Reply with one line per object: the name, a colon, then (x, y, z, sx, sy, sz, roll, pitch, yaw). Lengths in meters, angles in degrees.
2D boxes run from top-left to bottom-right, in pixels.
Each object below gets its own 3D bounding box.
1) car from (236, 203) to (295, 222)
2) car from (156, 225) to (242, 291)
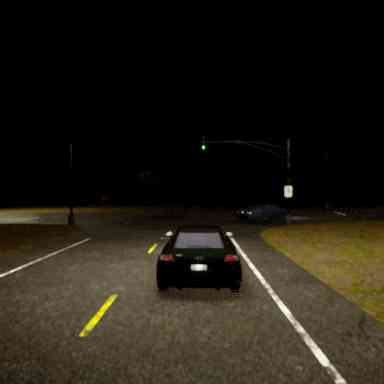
car: (6.068, 1.637, 27.311, 5.357, 1.411, 2.033, 0, 0, -33)
car: (0.194, 1.596, 9.156, 1.994, 1.385, 4.181, 0, 0, 1)
